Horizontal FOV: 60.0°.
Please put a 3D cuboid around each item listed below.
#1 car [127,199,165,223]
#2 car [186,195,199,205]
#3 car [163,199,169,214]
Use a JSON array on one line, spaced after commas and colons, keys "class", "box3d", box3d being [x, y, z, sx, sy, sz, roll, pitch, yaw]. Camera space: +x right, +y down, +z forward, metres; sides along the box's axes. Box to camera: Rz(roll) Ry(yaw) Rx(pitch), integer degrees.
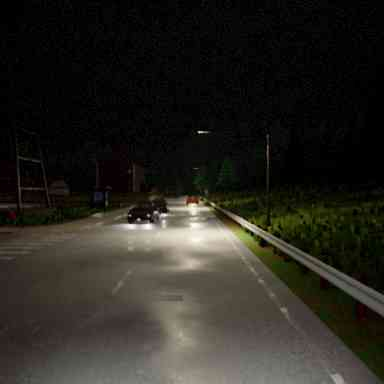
[{"class": "car", "box3d": [-3.625, 1.537, 25.737, 2.033, 1.411, 5.357, 0, 0, 2]}, {"class": "car", "box3d": [0.101, 1.328, 56.583, 2.097, 1.767, 4.553, 0, 0, 0]}, {"class": "car", "box3d": [-3.553, 1.510, 35.974, 1.812, 1.442, 4.674, 0, 0, 0]}]
